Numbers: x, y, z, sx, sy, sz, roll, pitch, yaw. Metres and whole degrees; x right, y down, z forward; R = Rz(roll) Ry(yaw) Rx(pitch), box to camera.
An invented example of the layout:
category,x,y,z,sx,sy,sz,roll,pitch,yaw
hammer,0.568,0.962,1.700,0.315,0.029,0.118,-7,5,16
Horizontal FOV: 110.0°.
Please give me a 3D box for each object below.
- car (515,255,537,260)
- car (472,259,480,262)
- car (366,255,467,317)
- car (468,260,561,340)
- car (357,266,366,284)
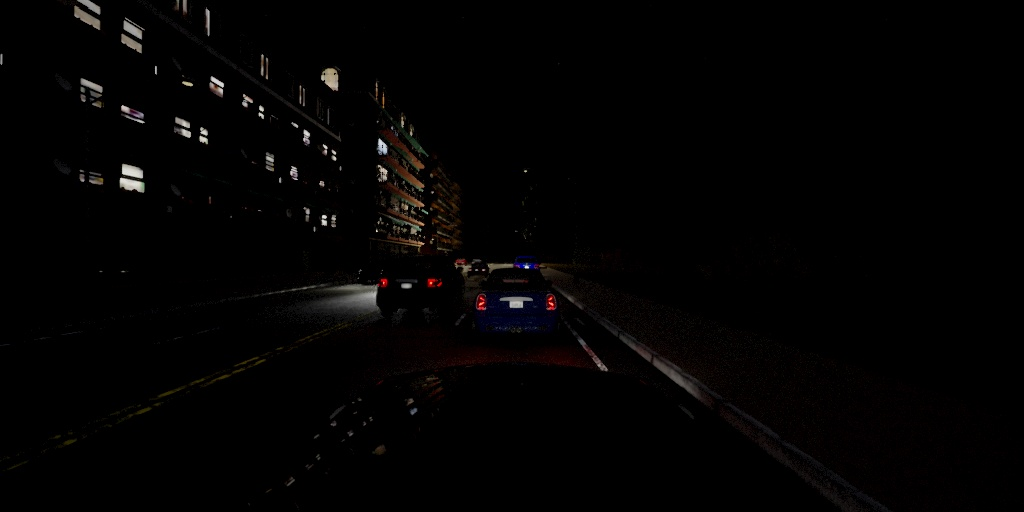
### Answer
category,x,y,z,sx,sy,sz,roll,pitch,yaw
car,1.139,0.978,30.091,2.150,2.045,5.566,0,0,0
car,-3.147,1.301,34.488,2.033,1.411,5.357,0,0,0
car,-3.151,0.975,13.379,2.150,2.045,5.566,0,0,0
car,0.099,1.103,10.137,2.097,1.767,4.553,0,0,0
car,-9.850,1.105,27.001,2.097,1.767,4.553,0,0,0
